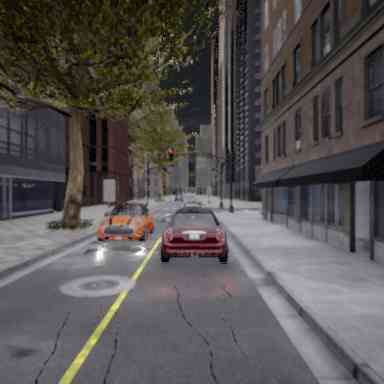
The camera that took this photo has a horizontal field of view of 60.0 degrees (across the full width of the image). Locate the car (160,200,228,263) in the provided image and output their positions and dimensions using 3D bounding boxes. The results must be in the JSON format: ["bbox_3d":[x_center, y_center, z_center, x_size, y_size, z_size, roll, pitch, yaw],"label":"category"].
[{"bbox_3d":[0.079,1.346,12.069,2.097,1.767,4.553,0,0,0],"label":"car"}]

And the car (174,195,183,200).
[{"bbox_3d":[-3.015,1.470,76.115,1.882,1.535,5.008,0,0,0],"label":"car"}]

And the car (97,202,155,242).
[{"bbox_3d":[-3.090,1.342,16.255,2.097,1.767,4.553,0,0,0],"label":"car"}]
